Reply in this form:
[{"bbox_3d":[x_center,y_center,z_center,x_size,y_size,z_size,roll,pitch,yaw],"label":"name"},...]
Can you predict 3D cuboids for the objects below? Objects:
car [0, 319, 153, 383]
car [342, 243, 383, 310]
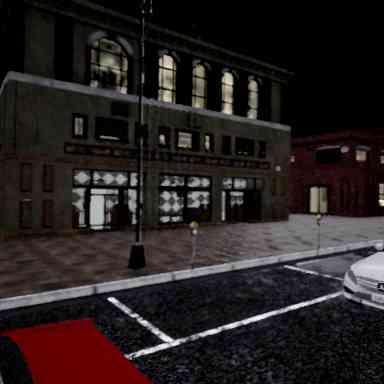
[{"bbox_3d":[-2.514,1.579,1.627,4.718,1.301,1.895,0,0,-35],"label":"car"},{"bbox_3d":[5.089,1.543,6.927,4.674,1.442,1.812,0,0,-35],"label":"car"}]
